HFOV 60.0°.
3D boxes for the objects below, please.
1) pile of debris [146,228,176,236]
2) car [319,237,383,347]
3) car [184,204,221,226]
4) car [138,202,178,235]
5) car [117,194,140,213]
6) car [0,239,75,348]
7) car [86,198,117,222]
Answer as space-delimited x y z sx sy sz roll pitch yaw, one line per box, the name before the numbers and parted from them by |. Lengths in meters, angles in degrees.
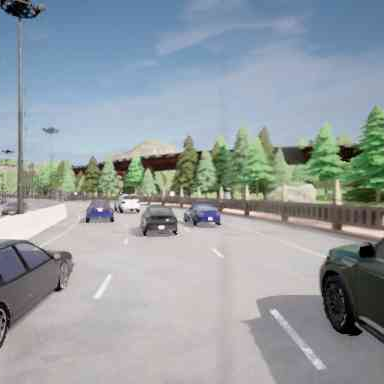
pile of debris | -1.751 2.196 18.354 1.500 0.140 1.860 0 0 -11
car | 3.394 1.211 3.580 2.150 2.045 5.566 0 0 -2
car | 0.665 1.540 23.399 1.812 1.442 4.674 0 0 -13
car | -1.947 1.527 19.058 1.837 1.490 4.892 0 0 -10
car | -7.469 1.280 38.086 2.150 2.045 5.566 0 0 -21
car | -3.710 1.567 5.934 2.033 1.411 5.357 0 0 -4
car | -7.521 1.402 27.246 2.097 1.767 4.553 0 0 -15
